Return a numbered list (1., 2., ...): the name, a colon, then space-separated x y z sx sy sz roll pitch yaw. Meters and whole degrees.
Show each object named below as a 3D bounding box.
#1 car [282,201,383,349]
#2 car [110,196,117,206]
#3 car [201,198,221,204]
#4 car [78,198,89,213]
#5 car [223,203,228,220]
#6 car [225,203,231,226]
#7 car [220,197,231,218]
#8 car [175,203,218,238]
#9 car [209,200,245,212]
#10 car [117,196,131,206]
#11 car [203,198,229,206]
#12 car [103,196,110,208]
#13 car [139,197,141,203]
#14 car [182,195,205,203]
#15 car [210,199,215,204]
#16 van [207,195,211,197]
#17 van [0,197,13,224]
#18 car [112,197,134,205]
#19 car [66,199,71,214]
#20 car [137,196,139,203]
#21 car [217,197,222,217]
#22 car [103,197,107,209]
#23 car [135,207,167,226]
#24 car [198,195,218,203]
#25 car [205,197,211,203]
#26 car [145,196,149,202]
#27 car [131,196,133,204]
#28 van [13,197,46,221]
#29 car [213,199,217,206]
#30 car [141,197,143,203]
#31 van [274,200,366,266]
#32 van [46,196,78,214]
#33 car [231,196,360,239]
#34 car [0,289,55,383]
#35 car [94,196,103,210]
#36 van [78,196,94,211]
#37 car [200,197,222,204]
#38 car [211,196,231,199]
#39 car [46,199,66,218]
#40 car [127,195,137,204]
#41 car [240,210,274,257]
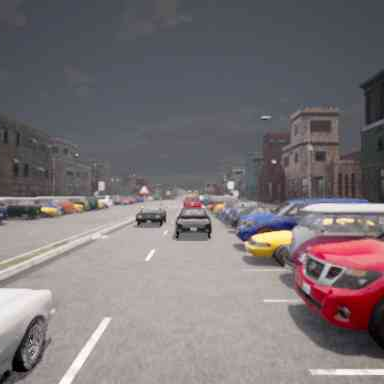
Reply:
1. car: 4.673 1.254 5.566 5.566 2.045 2.435 0 0 0
2. car: -15.638 1.667 53.941 5.566 2.045 2.435 0 -1 0
3. car: 4.622 2.131 80.594 4.792 1.488 2.163 0 0 0
4. car: -15.582 1.788 40.149 5.008 1.535 2.097 0 -1 0
5. car: 4.671 1.648 22.236 4.674 1.452 2.002 0 0 0
6. car: 4.672 1.589 19.457 4.892 1.521 2.231 0 0 0
7. car: 4.638 1.503 25.016 4.553 1.767 2.185 0 0 0
8. car: 0.070 1.592 18.404 2.128 1.511 4.902 0 0 0
9. car: 4.639 1.840 44.468 4.674 1.452 2.002 0 -1 0
10. car: -15.614 2.058 67.726 4.792 1.488 2.163 0 0 0
11. car: 4.576 1.998 63.924 4.792 1.488 2.163 0 0 0
12. car: -15.634 1.768 51.305 4.553 1.767 2.185 0 -1 0
13. car: -15.674 2.160 81.516 4.674 1.452 2.002 0 0 0
14. car: 0.035 1.499 39.640 2.150 2.045 5.566 0 0 0
15. car: 4.651 1.698 33.350 5.008 1.535 2.097 0 -1 0
16. van: 4.749 1.599 47.250 4.442 1.987 1.878 0 0 0
17. van: -15.653 1.414 23.608 4.442 1.987 1.878 0 0 0
18. car: -15.632 1.959 76.001 4.553 1.767 2.185 0 0 0
19. car: -15.561 1.775 34.634 4.674 1.452 2.002 0 -1 0
20. car: -15.667 2.142 78.628 4.674 1.452 2.002 0 0 0
21. car: 4.633 1.525 27.797 4.553 1.767 2.185 0 -1 0
22. car: -15.592 1.868 48.547 5.008 1.535 2.097 0 -1 0
23. car: -2.942 1.748 24.956 1.895 1.301 4.718 0 0 0
24. car: 4.641 1.965 94.491 5.566 2.045 2.435 0 -1 0
25. car: 4.456 1.771 41.689 5.366 1.575 1.946 0 -1 0
26. car: -15.675 1.946 92.546 5.566 2.045 2.435 0 0 0
27. car: -15.652 2.088 70.484 4.674 1.452 2.002 0 0 0
28. van: -15.666 1.459 29.120 4.442 1.987 1.878 0 0 0
29. car: 4.666 1.675 30.573 4.892 1.521 2.231 0 -1 0
30. car: -15.678 2.138 84.273 5.008 1.535 2.097 0 0 0
31. van: 4.580 1.294 8.343 4.442 1.987 1.878 0 0 0
32. van: -15.686 1.535 37.393 4.442 1.987 1.878 0 -1 0
33. car: 4.659 1.300 13.901 5.566 2.045 2.435 0 0 0
34. car: -2.904 1.613 2.713 1.895 1.301 4.718 0 0 0
35. car: -15.618 1.590 45.667 5.566 2.045 2.435 0 -1 0
36. van: -15.467 1.589 42.909 4.442 1.987 1.878 0 -1 0
37. car: 4.782 2.120 83.372 5.366 1.575 1.946 0 0 0
38. car: 4.682 1.597 36.132 4.553 1.767 2.185 0 -1 0
39. car: -15.371 1.707 31.878 5.366 1.575 1.946 0 -1 0
40. car: -15.628 1.815 73.245 5.566 2.045 2.435 0 0 0
41. car: 4.506 1.532 11.121 5.366 1.575 1.946 0 0 0
